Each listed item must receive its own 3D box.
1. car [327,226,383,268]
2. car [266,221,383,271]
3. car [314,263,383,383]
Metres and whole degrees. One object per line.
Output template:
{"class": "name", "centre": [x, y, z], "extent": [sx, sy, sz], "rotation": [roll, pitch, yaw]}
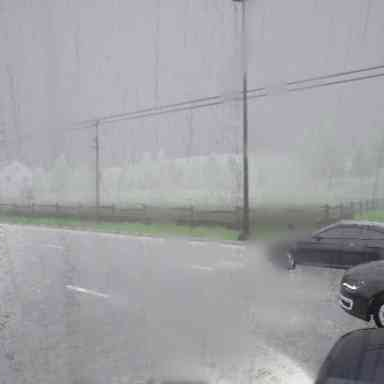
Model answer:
{"class": "car", "centre": [4.819, 1.493, 4.855], "extent": [4.892, 1.490, 1.837], "rotation": [0, 0, 35]}
{"class": "car", "centre": [4.437, 1.545, 9.423], "extent": [4.674, 1.442, 1.812], "rotation": [-1, 0, 35]}
{"class": "car", "centre": [2.868, 1.550, 1.947], "extent": [4.181, 1.385, 1.994], "rotation": [-1, 0, 35]}
